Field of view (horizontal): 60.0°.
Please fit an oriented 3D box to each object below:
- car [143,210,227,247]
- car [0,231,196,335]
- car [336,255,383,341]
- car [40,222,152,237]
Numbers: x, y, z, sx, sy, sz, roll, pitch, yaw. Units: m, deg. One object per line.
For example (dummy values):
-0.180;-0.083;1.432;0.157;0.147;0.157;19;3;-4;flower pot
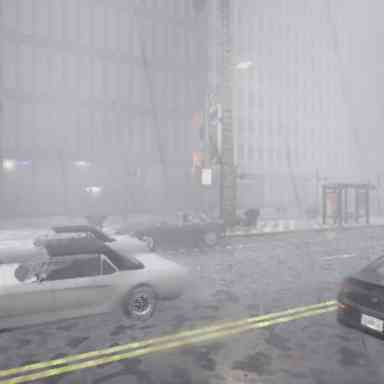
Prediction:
-0.832;1.545;14.196;4.892;1.521;2.231;0;0;-27;car
-2.496;1.624;6.016;4.718;1.301;1.895;0;0;-28;car
4.408;1.560;5.440;4.674;1.442;1.812;0;0;-27;car
-3.743;1.637;9.312;4.718;1.301;1.895;0;0;-28;car
